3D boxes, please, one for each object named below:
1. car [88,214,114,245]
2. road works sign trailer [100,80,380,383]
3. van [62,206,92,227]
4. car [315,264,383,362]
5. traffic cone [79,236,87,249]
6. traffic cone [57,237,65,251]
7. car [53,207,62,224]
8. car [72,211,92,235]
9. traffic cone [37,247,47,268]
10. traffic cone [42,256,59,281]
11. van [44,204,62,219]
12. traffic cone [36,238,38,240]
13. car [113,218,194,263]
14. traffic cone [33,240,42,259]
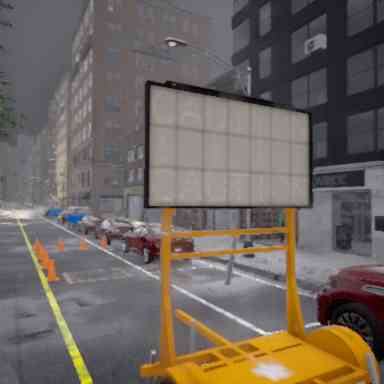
[{"bbox_3d":[-4.283,2.127,18.648,1.802,1.307,4.206,1,-2,-29],"label":"car"},{"bbox_3d":[0.441,0.602,4.137,2.380,3.560,2.880,1,-2,-29],"label":"road works sign trailer"},{"bbox_3d":[-9.722,2.146,28.579,1.690,1.788,3.998,1,-2,-29],"label":"van"},{"bbox_3d":[3.877,1.463,3.768,2.192,1.841,5.009,1,-2,-29],"label":"car"},{"bbox_3d":[-5.180,2.410,15.836,0.340,0.580,0.340,1,-2,-29],"label":"traffic cone"},{"bbox_3d":[-6.057,2.390,15.356,0.340,0.580,0.340,1,-2,-29],"label":"traffic cone"},{"bbox_3d":[-12.443,2.478,33.536,1.887,1.381,4.507,1,-2,-29],"label":"car"},{"bbox_3d":[-7.003,2.257,23.610,1.802,1.307,4.206,1,-2,-29],"label":"car"},{"bbox_3d":[-5.011,2.277,11.369,0.340,0.580,0.340,1,-2,-29],"label":"traffic cone"},{"bbox_3d":[-4.051,2.230,9.616,0.340,0.580,0.340,1,-2,-29],"label":"traffic cone"},{"bbox_3d":[-17.882,2.528,43.467,1.690,1.788,3.998,1,-2,-29],"label":"van"},{"bbox_3d":[-6.933,2.370,14.876,0.340,0.580,0.340,1,-2,-29],"label":"traffic cone"},{"bbox_3d":[-1.563,1.959,13.686,1.887,1.381,4.507,1,-2,-29],"label":"car"},{"bbox_3d":[-5.972,2.324,13.122,0.340,0.580,0.340,1,-2,-29],"label":"traffic cone"}]
